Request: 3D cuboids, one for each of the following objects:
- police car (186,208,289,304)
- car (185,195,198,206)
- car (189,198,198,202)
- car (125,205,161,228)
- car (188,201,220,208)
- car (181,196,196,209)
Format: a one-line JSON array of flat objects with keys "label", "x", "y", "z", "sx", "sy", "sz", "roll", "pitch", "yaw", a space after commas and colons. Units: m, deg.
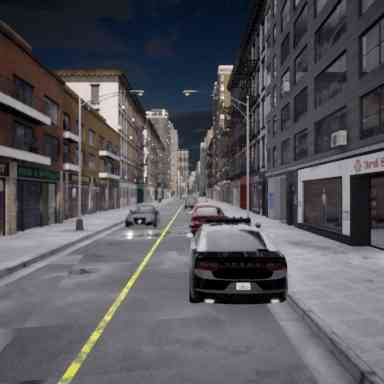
[{"label": "police car", "x": 0.884, "y": 1.428, "z": 8.331, "sx": 1.930, "sy": 1.638, "sz": 5.238, "roll": 0, "pitch": 0, "yaw": 0}, {"label": "car", "x": -0.119, "y": 1.436, "z": 58.346, "sx": 2.097, "sy": 1.767, "sz": 4.553, "roll": 0, "pitch": 0, "yaw": 0}, {"label": "car", "x": 0.851, "y": 1.471, "z": 24.412, "sx": 1.801, "sy": 1.575, "sz": 5.366, "roll": 0, "pitch": 0, "yaw": 0}, {"label": "car", "x": -3.145, "y": 1.576, "z": 22.022, "sx": 1.994, "sy": 1.385, "sz": 4.181, "roll": 0, "pitch": 0, "yaw": 0}, {"label": "car", "x": 0.863, "y": 1.487, "z": 18.221, "sx": 1.882, "sy": 1.535, "sz": 5.008, "roll": 0, "pitch": 0, "yaw": 0}, {"label": "car", "x": -0.075, "y": 1.594, "z": 45.122, "sx": 2.033, "sy": 1.411, "sz": 5.357, "roll": 0, "pitch": 0, "yaw": 0}]
